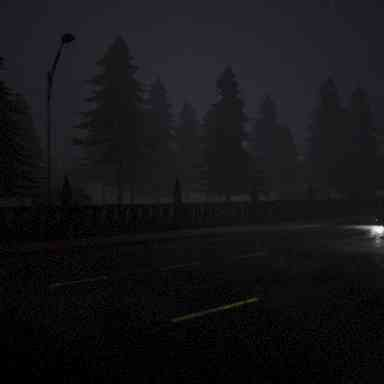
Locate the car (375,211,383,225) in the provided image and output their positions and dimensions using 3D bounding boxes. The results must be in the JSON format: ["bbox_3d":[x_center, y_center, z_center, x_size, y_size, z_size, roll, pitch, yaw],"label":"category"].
[{"bbox_3d":[13.933,1.496,21.981,4.181,1.385,1.994,0,0,-34],"label":"car"}]
